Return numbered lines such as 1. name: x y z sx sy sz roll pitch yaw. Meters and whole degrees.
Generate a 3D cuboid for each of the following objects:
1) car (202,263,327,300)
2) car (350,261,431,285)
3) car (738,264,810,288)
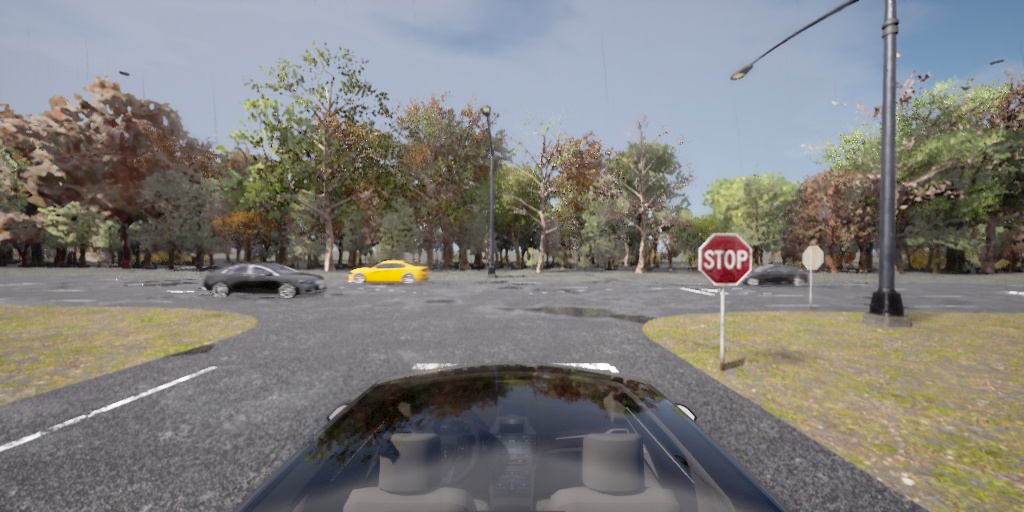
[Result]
1. car: -10.985 1.083 16.102 4.902 1.511 2.128 1 0 1
2. car: -7.797 1.050 23.080 5.008 1.535 1.882 0 1 1
3. car: 16.390 1.270 22.957 4.674 1.442 1.812 -1 0 0
